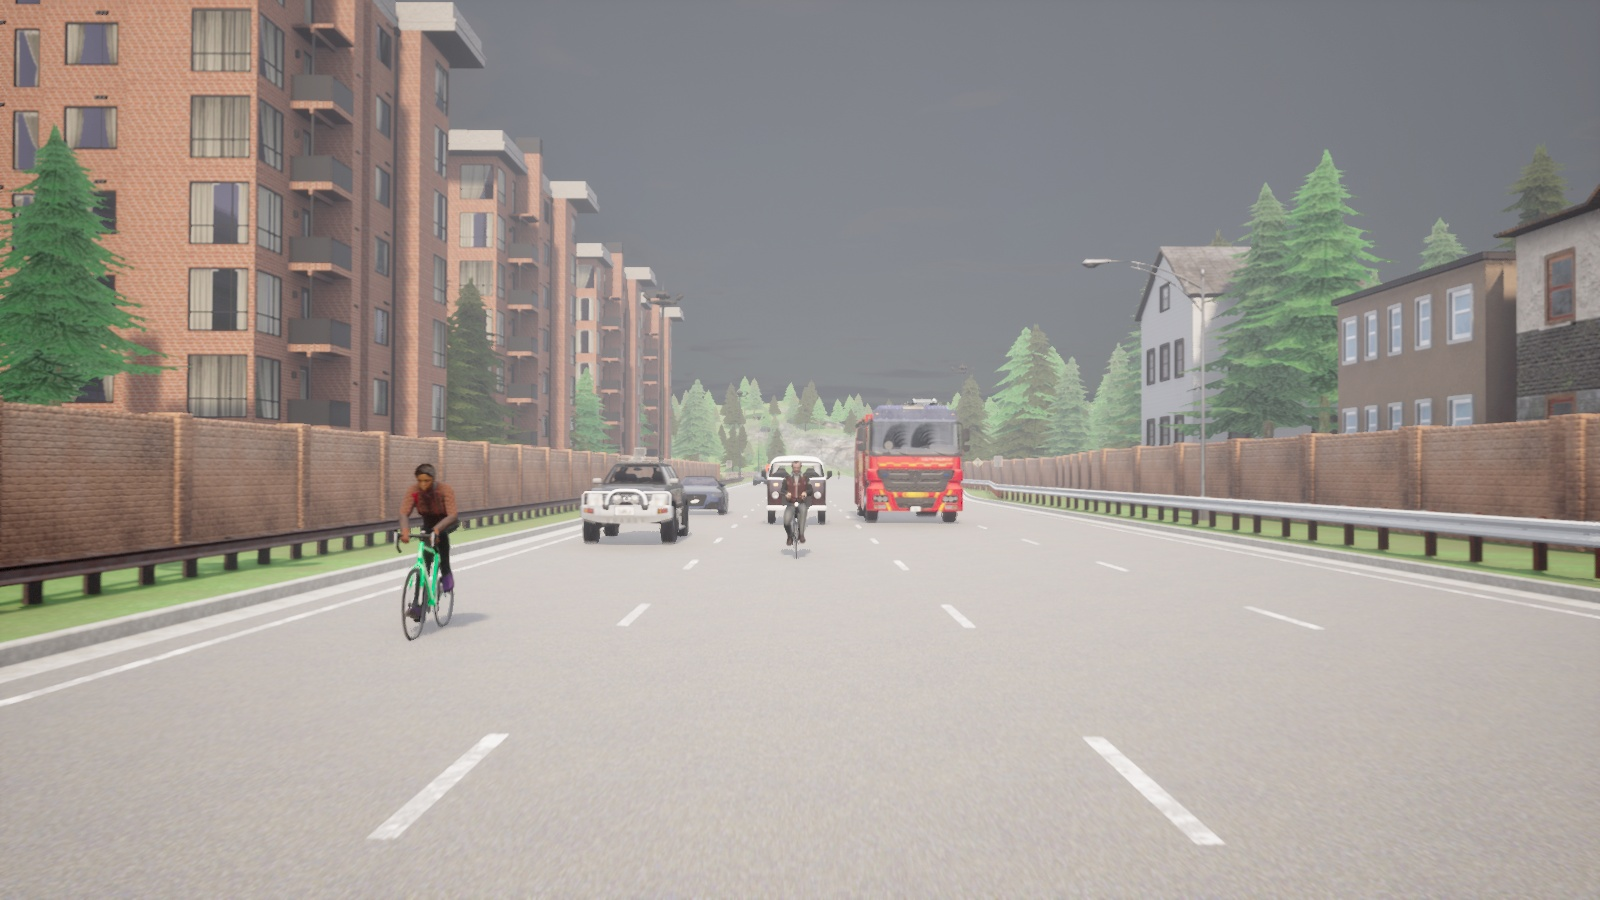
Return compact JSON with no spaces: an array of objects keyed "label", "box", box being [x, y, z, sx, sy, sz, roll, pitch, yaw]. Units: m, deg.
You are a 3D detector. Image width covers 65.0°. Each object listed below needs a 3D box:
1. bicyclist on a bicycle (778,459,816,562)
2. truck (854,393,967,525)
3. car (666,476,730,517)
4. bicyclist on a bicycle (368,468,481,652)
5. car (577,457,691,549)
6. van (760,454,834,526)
[{"label":"bicyclist on a bicycle","box":[-0.055,1.063,22.567,0.659,1.776,1.843,0,-1,0]},{"label":"truck","box":[3.397,0.319,40.776,2.891,3.827,8.468,0,-1,0]},{"label":"car","box":[-3.609,1.649,45.134,1.994,1.385,4.181,0,-1,0]},{"label":"bicyclist on a bicycle","box":[-3.529,0.981,11.920,0.582,1.620,1.656,0,-1,0]},{"label":"car","box":[-3.568,1.111,27.818,1.932,1.855,4.605,0,-1,0]},{"label":"van","box":[-0.092,1.170,37.758,2.069,2.038,4.480,0,-1,0]}]
